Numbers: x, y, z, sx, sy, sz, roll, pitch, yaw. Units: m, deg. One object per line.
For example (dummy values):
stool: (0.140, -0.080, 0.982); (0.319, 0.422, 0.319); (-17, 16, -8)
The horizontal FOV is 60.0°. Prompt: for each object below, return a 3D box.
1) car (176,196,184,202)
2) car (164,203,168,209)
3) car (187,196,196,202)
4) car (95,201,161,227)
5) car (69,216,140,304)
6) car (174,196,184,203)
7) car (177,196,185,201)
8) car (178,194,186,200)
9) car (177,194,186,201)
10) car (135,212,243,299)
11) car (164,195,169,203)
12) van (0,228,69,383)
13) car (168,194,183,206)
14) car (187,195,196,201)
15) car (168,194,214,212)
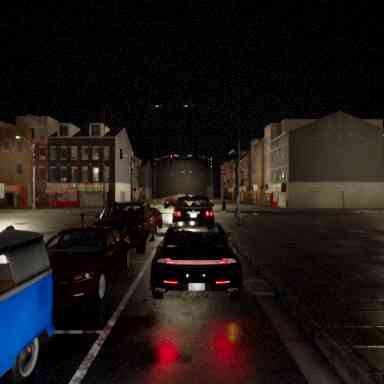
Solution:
car: (-2.763, 1.578, 77.872); (1.752, 1.417, 4.829); (0, 0, 0)
car: (-2.672, 1.543, 19.071); (1.887, 1.381, 4.507); (0, 0, 0)
car: (-0.117, 1.638, 76.229); (1.895, 1.301, 4.718); (0, 0, 0)
car: (-2.665, 1.313, 13.637); (2.192, 1.841, 5.009); (0, 0, 0)
car: (-2.655, 1.543, 8.203); (1.887, 1.381, 4.507); (0, 0, 0)
car: (-2.755, 1.595, 72.615); (2.008, 1.369, 4.403); (0, 0, 0)
car: (-2.771, 1.628, 83.469); (1.947, 1.339, 4.313); (0, 0, 0)
car: (-2.789, 1.523, 94.323); (1.967, 1.590, 4.097); (0, 0, 0)
car: (-2.782, 1.387, 88.896); (2.192, 1.841, 5.009); (0, 0, 0)
car: (0.086, 1.490, 8.400); (2.128, 1.511, 4.902); (0, 0, 0)
car: (-2.714, 1.326, 45.481); (2.192, 1.841, 5.009); (0, 0, 0)
van: (-2.648, 1.340, 2.769); (1.690, 1.788, 3.998); (0, 0, 0)
car: (-2.731, 1.337, 56.335); (2.192, 1.841, 5.009); (0, 0, 0)
car: (-0.132, 1.425, 86.201); (2.128, 1.511, 4.902); (0, 0, 0)
car: (0.072, 1.220, 18.593); (2.150, 2.045, 5.566); (0, 0, 0)
